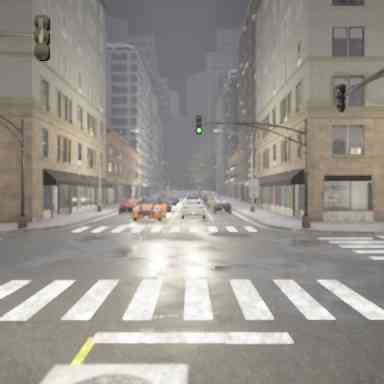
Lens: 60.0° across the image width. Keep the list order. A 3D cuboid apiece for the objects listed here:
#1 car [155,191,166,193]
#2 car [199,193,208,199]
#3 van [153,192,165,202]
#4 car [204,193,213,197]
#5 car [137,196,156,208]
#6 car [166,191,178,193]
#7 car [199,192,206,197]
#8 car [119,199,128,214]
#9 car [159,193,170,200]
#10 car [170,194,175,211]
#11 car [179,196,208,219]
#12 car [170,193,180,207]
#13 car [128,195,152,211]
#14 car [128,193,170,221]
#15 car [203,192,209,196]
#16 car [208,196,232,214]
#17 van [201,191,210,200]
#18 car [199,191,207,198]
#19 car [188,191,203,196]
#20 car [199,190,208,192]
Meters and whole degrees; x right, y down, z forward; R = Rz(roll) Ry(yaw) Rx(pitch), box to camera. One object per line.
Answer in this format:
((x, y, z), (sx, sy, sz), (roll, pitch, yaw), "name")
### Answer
((-5.735, 1.007, 53.327), (1.967, 1.590, 4.097), (1, 1, 0), "car")
((2.800, 0.835, 80.436), (1.947, 1.339, 4.313), (1, 1, 0), "car")
((-5.732, 0.852, 58.748), (1.690, 1.788, 3.998), (1, 1, 0), "van")
((2.785, 1.199, 42.640), (1.752, 1.417, 4.829), (1, 1, 0), "car")
((-5.740, 1.220, 42.481), (1.887, 1.381, 4.507), (1, 1, 0), "car")
((-2.981, 1.081, 54.468), (1.812, 1.442, 4.674), (0, 1, 0), "car")
((2.804, 0.658, 91.452), (1.752, 1.417, 4.829), (1, 1, 0), "car")
((-5.745, 1.317, 31.634), (1.887, 1.381, 4.507), (0, 0, 0), "car")
((-5.730, 0.946, 69.596), (2.008, 1.369, 4.403), (1, 1, 0), "car")
((-3.054, 1.253, 34.471), (1.837, 1.490, 4.892), (0, 1, 0), "car")
((0.111, 1.336, 27.218), (1.812, 1.442, 4.674), (0, 0, 0), "car")
((-2.984, 1.222, 44.199), (1.994, 1.385, 4.181), (0, 1, 0), "car")
((-5.742, 1.165, 37.057), (1.967, 1.590, 4.097), (1, 0, 0), "car")
((-3.139, 1.176, 25.465), (2.097, 1.767, 4.553), (0, 0, 2), "car")
((2.789, 1.149, 53.319), (1.802, 1.307, 4.206), (1, 1, 0), "car")
((2.780, 1.324, 31.624), (2.008, 1.369, 4.403), (0, 0, 0), "car")
((2.798, 0.736, 69.585), (1.690, 1.788, 3.998), (1, 1, 0), "van")
((2.803, 0.644, 85.857), (1.967, 1.590, 4.097), (1, 1, 0), "car")
((0.119, 1.077, 51.454), (2.128, 1.511, 4.902), (0, 1, 0), "car")
((2.795, 0.894, 64.163), (1.967, 1.590, 4.097), (1, 1, 0), "car")
